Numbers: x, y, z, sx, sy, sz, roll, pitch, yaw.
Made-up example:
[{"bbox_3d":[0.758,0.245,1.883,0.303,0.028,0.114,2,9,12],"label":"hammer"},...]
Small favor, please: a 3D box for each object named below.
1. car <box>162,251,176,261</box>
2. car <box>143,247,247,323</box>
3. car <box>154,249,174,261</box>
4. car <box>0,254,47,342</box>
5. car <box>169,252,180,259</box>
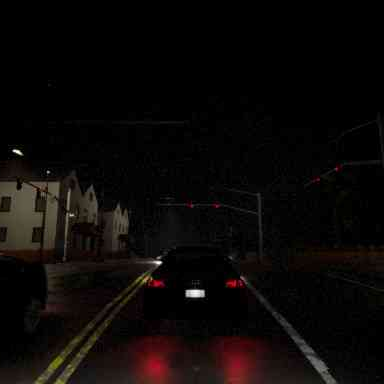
[{"bbox_3d":[-3.626,10.083,52.789,1.837,1.490,4.892,0,-10,0],"label":"car"},{"bbox_3d":[0.067,1.982,7.852,1.994,1.385,4.181,0,-7,0],"label":"car"},{"bbox_3d":[-3.627,8.293,43.563,2.128,1.511,4.902,0,-11,0],"label":"car"},{"bbox_3d":[-3.603,1.606,4.262,2.128,1.511,4.902,0,-3,0],"label":"car"},{"bbox_3d":[-3.544,13.131,68.277,1.994,1.385,4.181,0,-11,0],"label":"car"}]
